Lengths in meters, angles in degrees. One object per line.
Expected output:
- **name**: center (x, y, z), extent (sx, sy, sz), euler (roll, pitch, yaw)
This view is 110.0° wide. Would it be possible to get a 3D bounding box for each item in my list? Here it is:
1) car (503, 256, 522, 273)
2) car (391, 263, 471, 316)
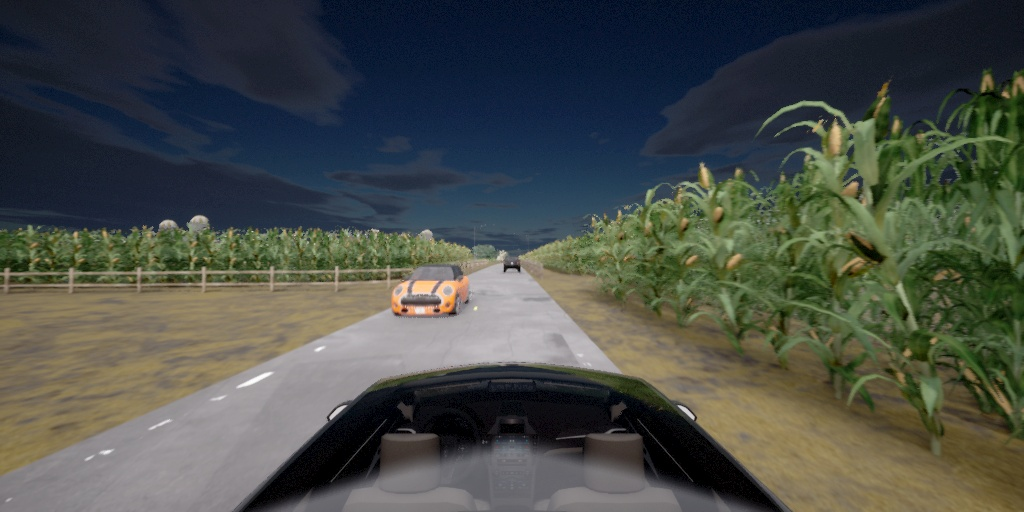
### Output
- **car**: center (0.010, 0.990, 44.996), extent (2.150, 2.045, 5.566), euler (0, 0, 0)
- **car**: center (-2.809, 1.094, 13.306), extent (2.097, 1.767, 4.553), euler (0, 0, 0)
